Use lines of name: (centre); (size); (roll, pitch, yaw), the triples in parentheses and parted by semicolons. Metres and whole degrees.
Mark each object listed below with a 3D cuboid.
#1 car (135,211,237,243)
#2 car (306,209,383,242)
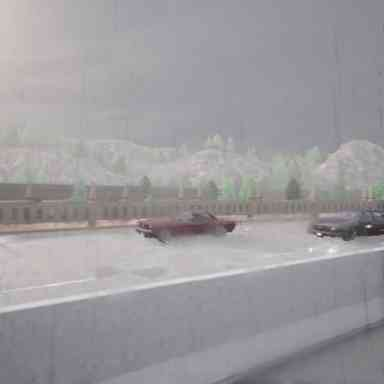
car: (-0.274, 1.582, 15.997); (4.718, 1.301, 1.895); (0, 0, -30)
car: (8.314, 1.584, 16.658); (5.357, 1.411, 2.033); (0, 0, -26)
